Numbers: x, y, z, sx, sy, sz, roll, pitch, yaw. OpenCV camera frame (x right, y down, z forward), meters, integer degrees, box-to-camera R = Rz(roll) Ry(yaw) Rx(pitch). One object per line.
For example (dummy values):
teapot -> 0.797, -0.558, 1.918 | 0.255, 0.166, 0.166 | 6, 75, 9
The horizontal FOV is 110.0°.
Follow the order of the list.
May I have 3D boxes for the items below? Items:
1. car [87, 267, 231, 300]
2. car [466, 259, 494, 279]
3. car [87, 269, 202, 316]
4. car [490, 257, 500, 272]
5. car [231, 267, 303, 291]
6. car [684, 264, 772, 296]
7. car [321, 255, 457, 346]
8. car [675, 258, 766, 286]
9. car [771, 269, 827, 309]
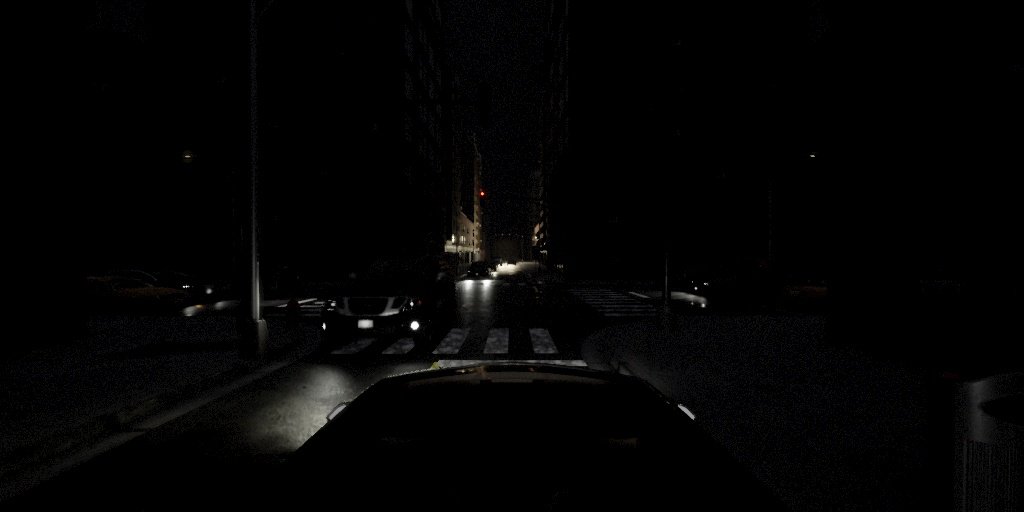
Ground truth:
car -> -15.481, 1.260, 15.421 | 4.902, 1.511, 2.128 | 0, 0, 0
car -> -2.905, 1.247, 31.995 | 1.837, 1.490, 4.892 | 0, 0, 0
car -> -14.403, 1.305, 12.896 | 4.829, 1.417, 1.751 | 0, 0, 0
car -> -2.931, 1.211, 45.973 | 1.882, 1.535, 5.008 | 0, 0, 0
car -> -14.568, 1.307, 20.921 | 4.313, 1.339, 1.948 | 0, 0, 0
car -> 12.135, 1.277, 18.360 | 5.357, 1.411, 2.033 | 0, 0, 3
car -> -2.868, 0.973, 9.755 | 2.150, 2.045, 5.566 | 0, 0, 0
car -> 12.315, 1.032, 20.935 | 5.009, 1.841, 2.192 | 0, 0, 0
car -> 12.481, 1.280, 12.910 | 4.829, 1.417, 1.751 | 0, 0, 0
